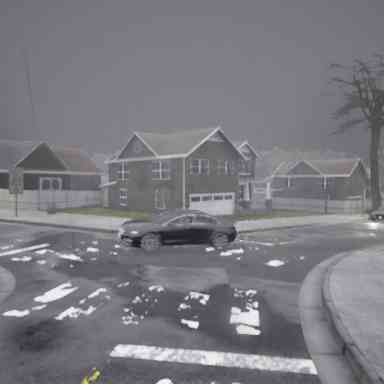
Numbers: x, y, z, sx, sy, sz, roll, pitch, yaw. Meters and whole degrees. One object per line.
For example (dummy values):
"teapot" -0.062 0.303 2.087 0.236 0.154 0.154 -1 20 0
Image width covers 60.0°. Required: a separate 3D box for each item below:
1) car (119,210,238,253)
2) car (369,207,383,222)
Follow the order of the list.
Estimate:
"car" -0.469 1.500 13.640 4.902 1.511 2.128 3 4 -23
"car" 17.626 2.029 29.958 4.181 1.385 1.994 1 1 -43
